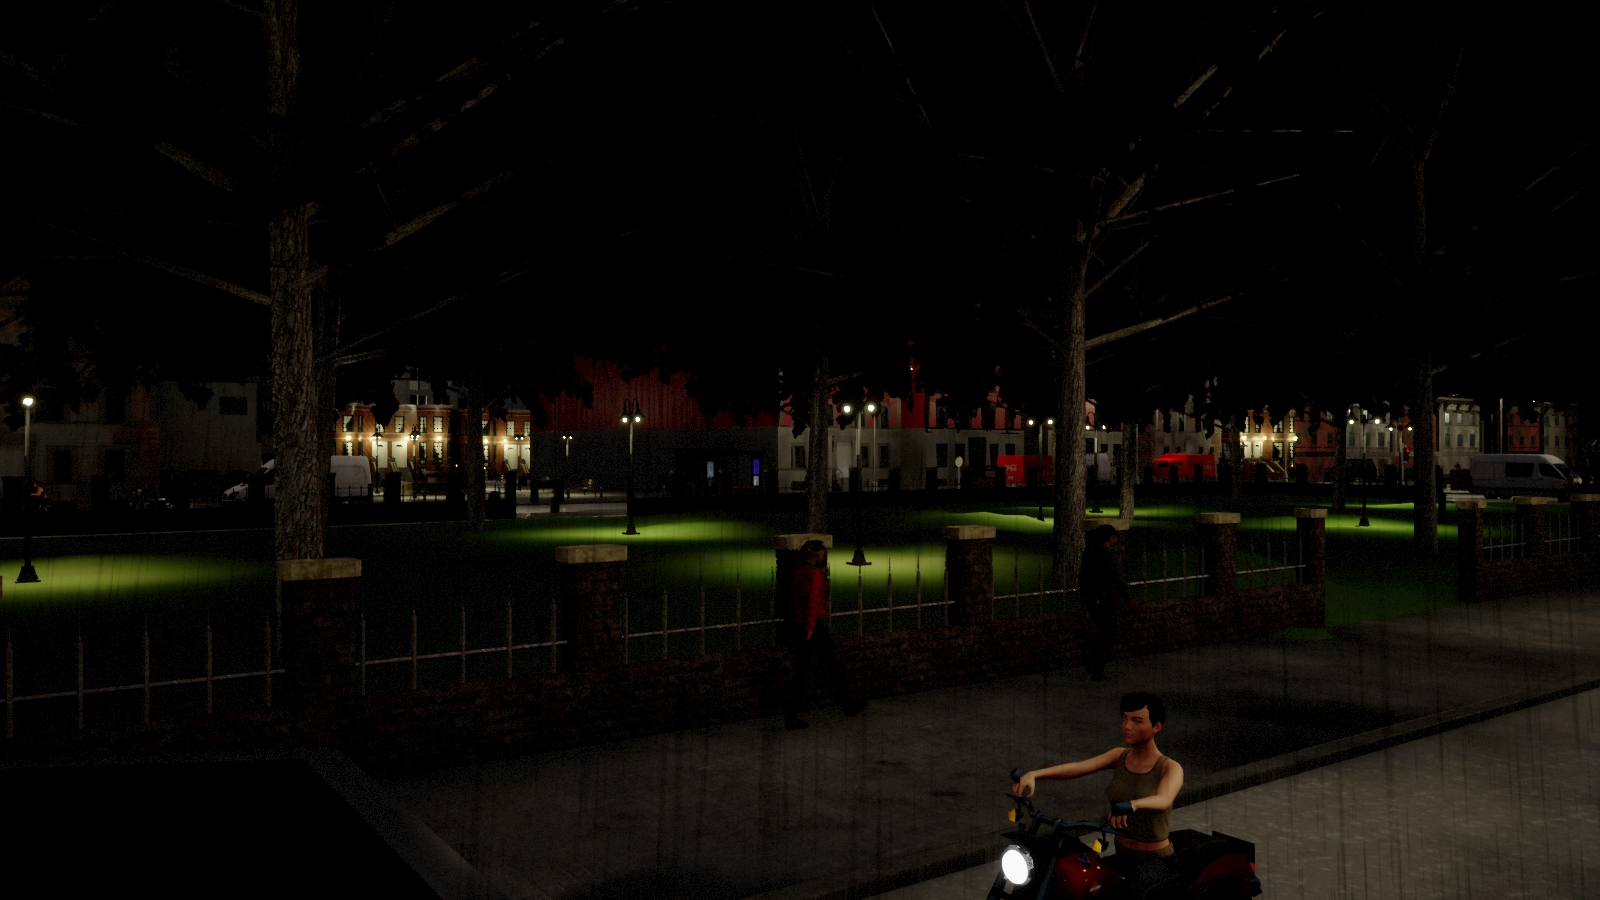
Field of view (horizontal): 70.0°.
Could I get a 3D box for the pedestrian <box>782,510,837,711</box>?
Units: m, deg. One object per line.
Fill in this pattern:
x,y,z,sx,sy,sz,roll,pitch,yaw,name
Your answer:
0.090,1.522,11.001,0.375,1.860,0.375,0,0,-35,pedestrian

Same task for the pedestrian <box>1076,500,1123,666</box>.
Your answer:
3.459,1.520,13.201,0.375,1.860,0.375,0,0,-32,pedestrian

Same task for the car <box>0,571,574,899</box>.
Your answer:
-3.767,1.534,1.768,6.274,2.098,2.390,0,0,-35,car
